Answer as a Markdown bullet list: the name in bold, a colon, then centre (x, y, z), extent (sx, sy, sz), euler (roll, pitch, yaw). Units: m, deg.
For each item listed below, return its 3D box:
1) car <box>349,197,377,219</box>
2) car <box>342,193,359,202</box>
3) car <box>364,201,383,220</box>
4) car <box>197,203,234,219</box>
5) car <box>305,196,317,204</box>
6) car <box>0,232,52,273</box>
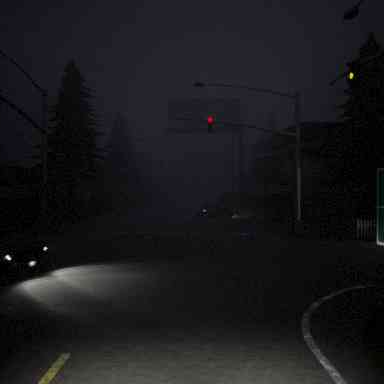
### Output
- **car**: centre (14.387, 1.505, 24.949), extent (3.866, 1.878, 1.905), euler (0, 0, 0)
- **car**: centre (34.960, 1.490, 71.792), extent (2.007, 1.523, 4.514), euler (0, 0, 0)
- **car**: centre (18.718, 1.672, 30.616), extent (4.611, 1.667, 2.242), euler (0, 0, 0)
- **car**: centre (2.177, 1.665, 30.188), extent (1.994, 1.385, 4.181), euler (1, -2, 32)
- **car**: centre (22.550, 1.553, 64.010), extent (1.970, 1.475, 3.806), euler (0, 0, 0)
- **car**: centre (-6.979, 1.669, 9.850), extent (5.357, 1.411, 2.033), euler (-2, 0, 14)
